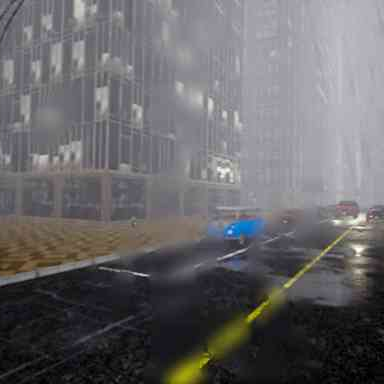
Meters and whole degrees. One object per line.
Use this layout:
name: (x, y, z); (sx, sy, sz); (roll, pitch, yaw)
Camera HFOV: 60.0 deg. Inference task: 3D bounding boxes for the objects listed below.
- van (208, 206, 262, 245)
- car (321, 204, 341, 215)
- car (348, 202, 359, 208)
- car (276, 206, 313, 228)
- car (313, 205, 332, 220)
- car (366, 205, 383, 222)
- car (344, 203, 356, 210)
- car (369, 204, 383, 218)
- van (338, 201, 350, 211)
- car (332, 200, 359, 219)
van: (2.249, 1.593, 16.797); (1.690, 1.788, 3.998); (1, -1, 30)
car: (19.405, 2.453, 46.292); (1.947, 1.339, 4.313); (1, -1, 30)
car: (39.306, 3.182, 80.780); (2.008, 1.369, 4.403); (1, -1, 30)
car: (8.027, 2.008, 26.592); (1.887, 1.381, 4.507); (1, -1, 30)
car: (13.718, 2.241, 36.439); (1.947, 1.339, 4.313); (1, -1, 30)
car: (18.576, 2.198, 33.368); (2.128, 1.511, 4.902); (0, -1, 30)
car: (33.620, 2.983, 70.927); (1.947, 1.339, 4.313); (1, -1, 30)
car: (23.631, 2.373, 42.217); (1.882, 1.535, 5.008); (0, -1, 30)
van: (27.939, 2.546, 61.074); (1.690, 1.788, 3.998); (1, -1, 30)
car: (17.792, 1.978, 38.122); (2.150, 2.045, 5.566); (0, -1, 30)
